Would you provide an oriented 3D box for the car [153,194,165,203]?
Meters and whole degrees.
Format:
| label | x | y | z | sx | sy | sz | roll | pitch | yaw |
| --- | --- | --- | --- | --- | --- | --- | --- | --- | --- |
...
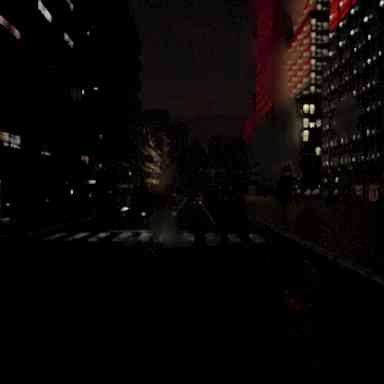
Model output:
| label | x | y | z | sx | sy | sz | roll | pitch | yaw |
| --- | --- | --- | --- | --- | --- | --- | --- | --- | --- |
| car | -5.662 | 1.110 | 57.466 | 1.802 | 1.307 | 4.206 | 0 | 0 | 0 |

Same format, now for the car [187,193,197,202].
| label | x | y | z | sx | sy | sz | roll | pitch | yaw |
| --- | --- | --- | --- | --- | --- | --- | --- | --- | --- |
| car | 0.035 | 1.036 | 63.877 | 1.837 | 1.490 | 4.892 | 0 | 0 | 0 |

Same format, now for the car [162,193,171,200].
| label | x | y | z | sx | sy | sz | roll | pitch | yaw |
| --- | --- | --- | --- | --- | --- | --- | --- | --- | --- |
| car | -5.655 | 0.951 | 73.875 | 1.752 | 1.417 | 4.829 | 0 | 0 | 0 |

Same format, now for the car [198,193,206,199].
| label | x | y | z | sx | sy | sz | roll | pitch | yaw |
| --- | --- | --- | --- | --- | --- | --- | --- | --- | --- |
| car | 2.398 | 0.942 | 82.565 | 1.837 | 1.490 | 4.892 | 0 | 0 | 0 |

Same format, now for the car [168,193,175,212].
| label | x | y | z | sx | sy | sz | roll | pitch | yaw |
| --- | --- | --- | --- | --- | --- | --- | --- | --- | --- |
| car | -3.073 | 1.206 | 33.988 | 1.837 | 1.490 | 4.892 | 0 | 0 | 0 |

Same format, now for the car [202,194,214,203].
| label | x | y | z | sx | sy | sz | roll | pitch | yaw |
| --- | --- | --- | --- | --- | --- | --- | --- | --- | --- |
| car | 2.718 | 1.137 | 57.462 | 1.887 | 1.381 | 4.507 | 0 | 0 | 0 |

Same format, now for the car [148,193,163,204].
| label | x | y | z | sx | sy | sz | roll | pitch | yaw |
| --- | --- | --- | --- | --- | --- | --- | --- | --- | --- |
| car | -5.664 | 1.003 | 51.938 | 1.967 | 1.590 | 4.097 | 0 | 0 | 0 |

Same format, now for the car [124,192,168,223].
| label | x | y | z | sx | sy | sz | roll | pitch | yaw |
| --- | --- | --- | --- | --- | --- | --- | --- | --- | --- |
| car | -3.103 | 0.996 | 23.589 | 2.150 | 2.045 | 5.566 | 0 | 0 | -1 |

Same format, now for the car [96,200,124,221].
| label | x | y | z | sx | sy | sz | roll | pitch | yaw |
| --- | --- | --- | --- | --- | --- | --- | --- | --- | --- |
| car | -5.675 | 1.300 | 24.306 | 2.008 | 1.369 | 4.403 | 0 | 0 | 0 |

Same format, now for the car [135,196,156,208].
| label | x | y | z | sx | sy | sz | roll | pitch | yaw |
| --- | --- | --- | --- | --- | --- | --- | --- | --- | --- |
| car | -5.669 | 1.185 | 40.885 | 2.008 | 1.369 | 4.403 | 0 | 0 | 0 |

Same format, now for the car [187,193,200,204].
| label | x | y | z | sx | sy | sz | roll | pitch | yaw |
| --- | --- | --- | --- | --- | --- | --- | --- | --- | --- |
| car | 0.116 | 1.121 | 53.912 | 1.812 | 1.442 | 4.674 | 0 | 0 | 0 |

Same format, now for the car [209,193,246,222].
| label | x | y | z | sx | sy | sz | roll | pitch | yaw |
| --- | --- | --- | --- | --- | --- | --- | --- | --- | --- |
| car | 2.705 | 1.129 | 24.302 | 2.192 | 1.841 | 5.009 | 0 | 0 | 0 |

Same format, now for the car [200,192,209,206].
| label | x | y | z | sx | sy | sz | roll | pitch | yaw |
| --- | --- | --- | --- | --- | --- | --- | --- | --- | --- |
| car | 2.714 | 0.978 | 46.407 | 2.192 | 1.841 | 5.009 | 0 | 0 | 0 |

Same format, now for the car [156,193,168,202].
| label | x | y | z | sx | sy | sz | roll | pitch | yaw |
| --- | --- | --- | --- | --- | --- | --- | --- | --- | --- |
| car | -5.660 | 0.933 | 62.991 | 1.967 | 1.590 | 4.097 | 0 | 0 | 0 |

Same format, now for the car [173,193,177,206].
| label | x | y | z | sx | sy | sz | roll | pitch | yaw |
| --- | --- | --- | --- | --- | --- | --- | --- | --- | --- |
| car | -3.031 | 1.146 | 46.206 | 1.812 | 1.442 | 4.674 | 0 | 0 | 0 |

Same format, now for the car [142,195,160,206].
| label | x | y | z | sx | sy | sz | roll | pitch | yaw |
| --- | --- | --- | --- | --- | --- | --- | --- | --- | --- |
| car | -5.667 | 1.143 | 46.411 | 1.887 | 1.381 | 4.507 | 0 | 0 | 0 |
